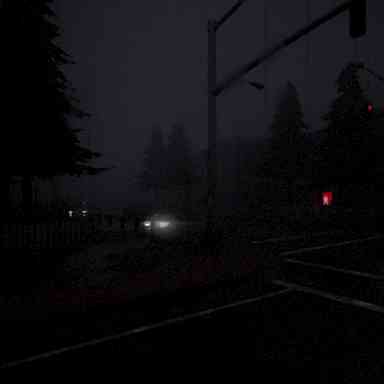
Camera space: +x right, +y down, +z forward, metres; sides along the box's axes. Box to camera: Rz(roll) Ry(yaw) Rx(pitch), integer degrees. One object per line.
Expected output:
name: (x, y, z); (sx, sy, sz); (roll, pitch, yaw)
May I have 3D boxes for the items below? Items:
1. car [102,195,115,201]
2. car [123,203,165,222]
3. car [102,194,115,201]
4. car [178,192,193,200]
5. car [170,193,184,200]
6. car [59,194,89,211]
car: (-18.808, 1.368, 75.218); (1.845, 1.501, 3.633); (0, 0, -37)
car: (-3.898, 1.570, 26.697); (1.994, 1.385, 4.181); (0, 0, -37)
car: (-20.860, 1.376, 82.947); (1.970, 1.475, 3.806); (0, 0, -37)
car: (-1.753, 1.055, 88.294); (1.905, 1.878, 3.866); (0, 0, -37)
car: (-3.835, 1.078, 86.226); (1.932, 1.855, 4.605); (0, 0, -37)
car: (-14.877, 1.411, 41.261); (2.097, 1.767, 4.553); (0, 0, -37)
